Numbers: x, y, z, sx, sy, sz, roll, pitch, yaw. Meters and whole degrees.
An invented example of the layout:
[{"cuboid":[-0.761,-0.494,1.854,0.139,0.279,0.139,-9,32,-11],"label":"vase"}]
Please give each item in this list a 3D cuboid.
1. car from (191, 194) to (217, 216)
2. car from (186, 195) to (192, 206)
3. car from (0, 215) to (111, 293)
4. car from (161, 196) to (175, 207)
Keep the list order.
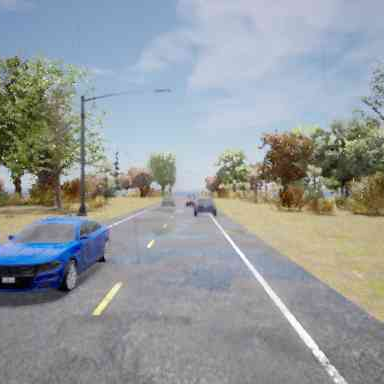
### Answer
[{"cuboid":[1.212,1.286,31.800,2.097,1.767,4.553,0,0,0],"label":"car"},{"cuboid":[-0.016,1.521,50.813,1.895,1.301,4.718,0,0,0],"label":"car"},{"cuboid":[-3.604,1.452,9.030,1.882,1.535,5.008,0,0,0],"label":"car"},{"cuboid":[-3.592,1.424,50.388,1.837,1.490,4.892,0,0,0],"label":"car"}]
